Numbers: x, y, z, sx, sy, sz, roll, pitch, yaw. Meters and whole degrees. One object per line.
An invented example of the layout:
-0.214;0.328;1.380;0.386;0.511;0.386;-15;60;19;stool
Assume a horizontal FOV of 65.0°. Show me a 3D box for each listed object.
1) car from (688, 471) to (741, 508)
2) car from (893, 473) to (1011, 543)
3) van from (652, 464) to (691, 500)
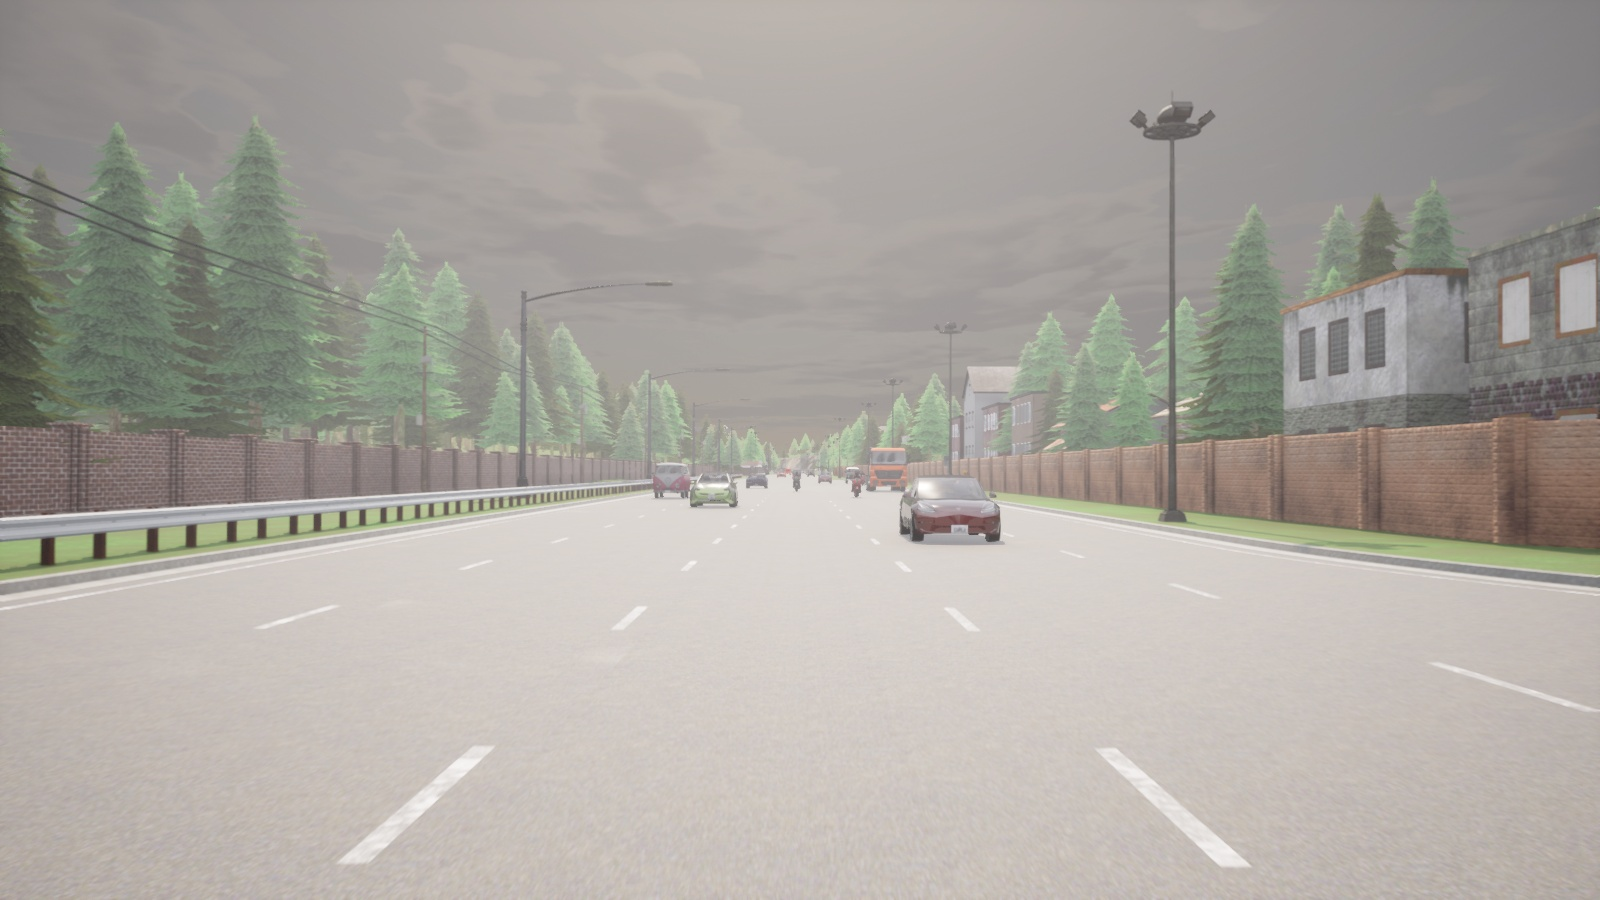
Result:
-3.632;1.674;53.999;2.007;1.525;4.514;0;-1;0;car
3.428;1.288;29.317;2.163;1.488;4.792;0;-1;0;car
-7.173;1.769;70.489;1.775;1.987;4.442;0;-1;0;van
